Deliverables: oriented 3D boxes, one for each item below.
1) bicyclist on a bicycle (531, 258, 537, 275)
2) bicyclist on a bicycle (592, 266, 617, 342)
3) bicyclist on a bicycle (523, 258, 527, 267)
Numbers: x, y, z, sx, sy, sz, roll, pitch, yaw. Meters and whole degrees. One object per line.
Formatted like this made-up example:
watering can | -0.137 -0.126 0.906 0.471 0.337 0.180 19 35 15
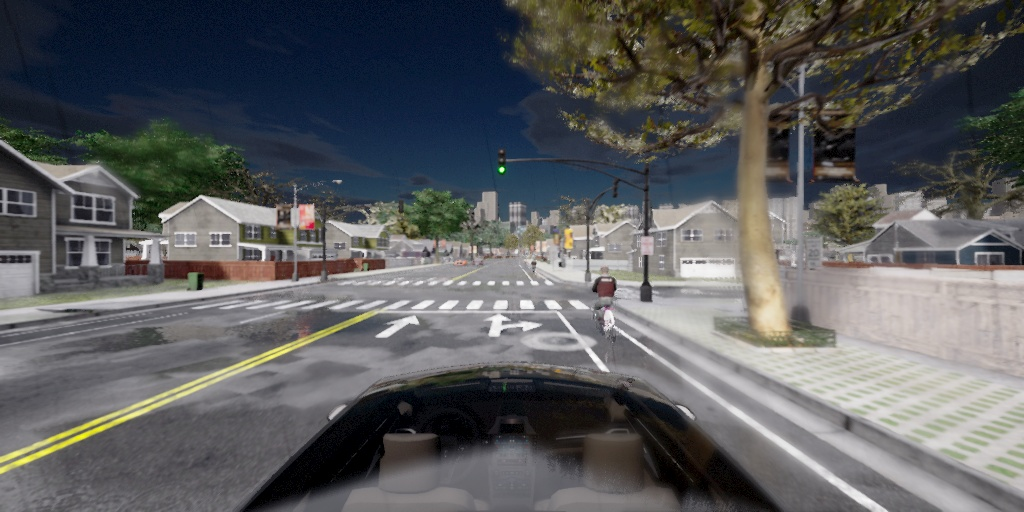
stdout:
bicyclist on a bicycle | 2.247 1.105 36.890 0.659 1.776 1.843 0 0 0
bicyclist on a bicycle | 2.248 1.121 8.898 0.659 1.776 1.843 0 0 0
bicyclist on a bicycle | 2.260 1.140 61.833 0.866 1.612 1.509 0 0 0
